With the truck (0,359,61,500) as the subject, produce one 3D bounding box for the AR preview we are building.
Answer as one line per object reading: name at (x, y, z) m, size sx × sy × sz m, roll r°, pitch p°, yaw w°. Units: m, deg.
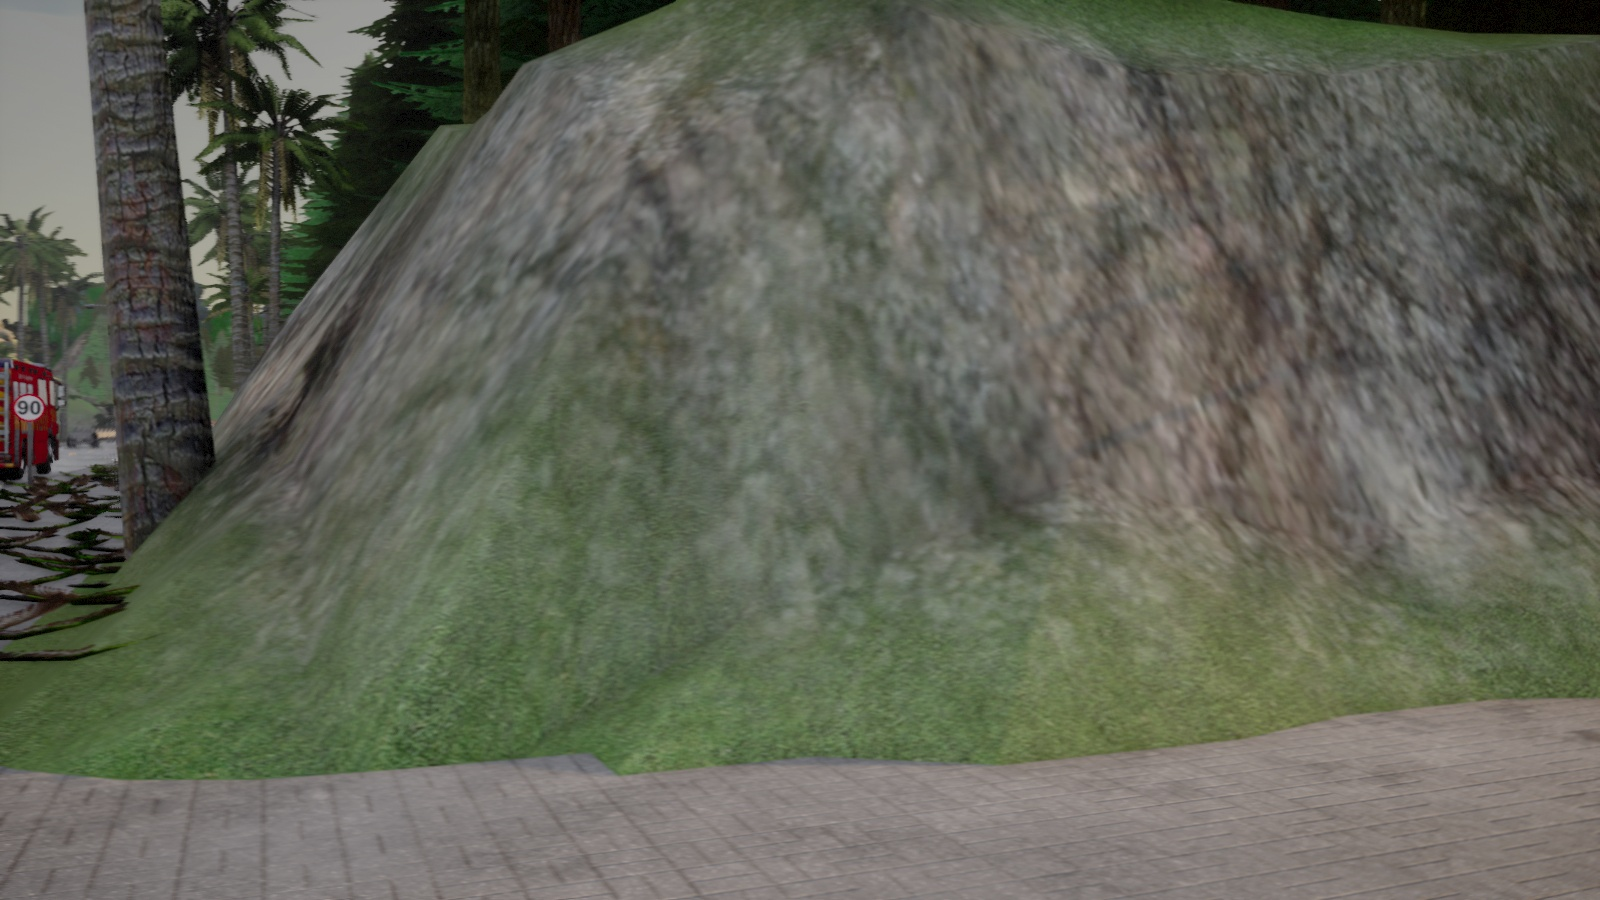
truck at (-24.448, -0.583, 37.598) m, size 2.891 × 3.827 × 8.468 m, roll -1°, pitch 1°, yaw -23°
